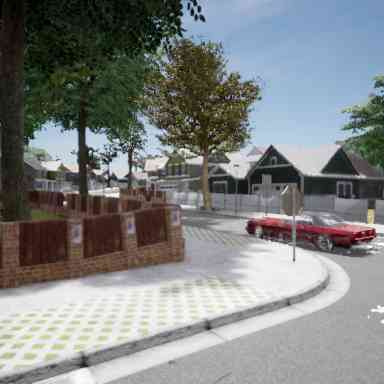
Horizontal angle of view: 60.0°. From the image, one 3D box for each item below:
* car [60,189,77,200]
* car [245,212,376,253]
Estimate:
[{"bbox_3d":[-17.678,0.310,47.329,2.097,1.767,4.553,0,1,-31],"label":"car"},{"bbox_3d":[4.388,1.440,13.076,1.895,1.301,4.718,0,1,-40],"label":"car"}]
